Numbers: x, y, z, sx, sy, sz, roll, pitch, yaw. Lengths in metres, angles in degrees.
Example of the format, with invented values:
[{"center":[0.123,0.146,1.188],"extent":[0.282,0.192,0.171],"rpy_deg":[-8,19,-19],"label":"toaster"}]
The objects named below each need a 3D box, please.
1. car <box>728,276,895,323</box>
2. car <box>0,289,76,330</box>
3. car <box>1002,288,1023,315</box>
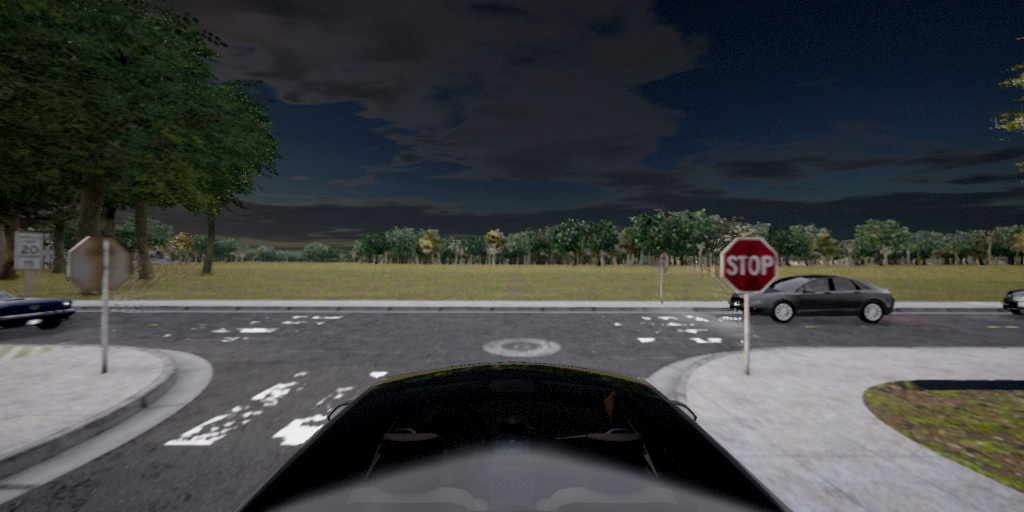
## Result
[{"center":[10.167,1.422,12.377],"extent":[4.892,1.490,1.837],"rpy_deg":[0,-1,0],"label":"car"},{"center":[-14.757,1.420,9.440],"extent":[4.718,1.301,1.895],"rpy_deg":[0,-1,0],"label":"car"},{"center":[20.165,1.430,12.370],"extent":[4.902,1.511,2.128],"rpy_deg":[0,-1,0],"label":"car"}]
